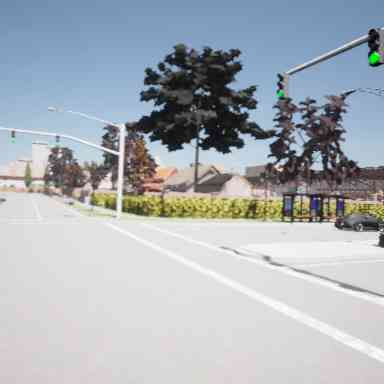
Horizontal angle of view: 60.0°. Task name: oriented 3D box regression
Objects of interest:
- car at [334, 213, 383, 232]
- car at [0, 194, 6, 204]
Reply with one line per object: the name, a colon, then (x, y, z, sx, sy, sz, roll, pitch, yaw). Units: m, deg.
car: (13.615, 2.440, 27.011, 4.181, 1.385, 1.994, 3, -1, -25)
car: (-28.210, 0.968, 47.300, 2.033, 1.411, 5.357, 3, -1, -26)
